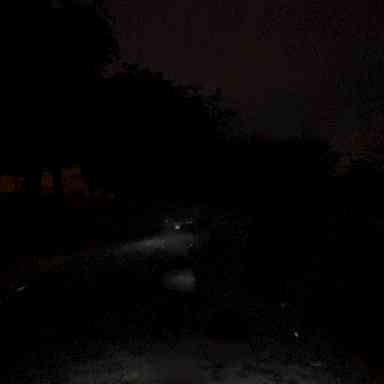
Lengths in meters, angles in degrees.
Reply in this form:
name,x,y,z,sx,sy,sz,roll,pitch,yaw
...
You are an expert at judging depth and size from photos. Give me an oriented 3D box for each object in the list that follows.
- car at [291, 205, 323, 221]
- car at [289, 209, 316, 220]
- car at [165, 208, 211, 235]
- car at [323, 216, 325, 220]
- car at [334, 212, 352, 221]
name,x,y,z,sx,sy,sz,roll,pitch,yaw
car,11.891,2.087,34.229,1.970,1.475,3.806,-3,-5,28
car,14.870,3.084,44.615,1.994,1.385,4.181,-5,-7,38
car,-0.151,1.733,20.597,2.128,1.511,4.902,-2,-2,16
car,20.646,4.229,55.822,4.181,1.385,1.994,6,-8,-44
car,26.052,4.289,57.023,4.892,1.490,1.837,6,-8,-44
